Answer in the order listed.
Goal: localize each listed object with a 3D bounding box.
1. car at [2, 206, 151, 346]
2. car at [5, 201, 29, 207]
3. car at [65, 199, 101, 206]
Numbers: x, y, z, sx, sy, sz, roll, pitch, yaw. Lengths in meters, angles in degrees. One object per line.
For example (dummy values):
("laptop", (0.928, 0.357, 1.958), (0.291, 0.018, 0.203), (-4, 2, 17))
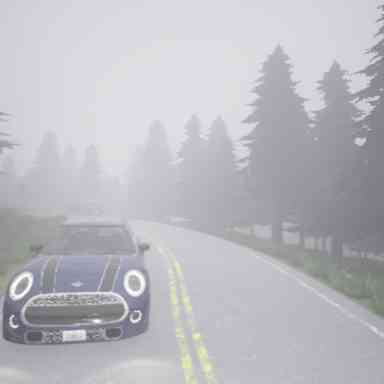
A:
("car", (-1.964, 1.342, 6.687), (2.097, 1.767, 4.553), (1, 0, -10))
("car", (-20.313, 1.739, 37.207), (4.674, 1.442, 1.812), (-2, -6, 23))
("car", (-10.141, 1.448, 30.894), (4.892, 1.490, 1.837), (0, -4, 44))
